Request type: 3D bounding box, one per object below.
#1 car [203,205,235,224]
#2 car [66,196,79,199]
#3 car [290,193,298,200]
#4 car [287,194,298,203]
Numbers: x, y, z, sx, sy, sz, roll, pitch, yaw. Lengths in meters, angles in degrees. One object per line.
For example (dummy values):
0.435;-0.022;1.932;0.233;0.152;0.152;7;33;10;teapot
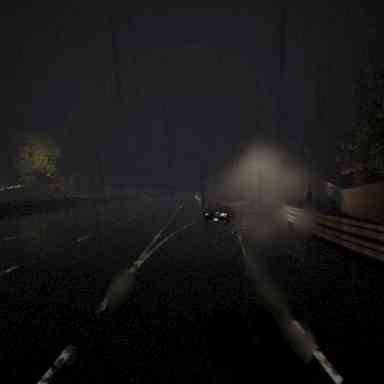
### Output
2.212;1.649;25.770;1.895;1.301;4.718;2;1;13;car
-21.030;1.503;58.244;1.837;1.490;4.892;0;0;1;car
26.312;1.235;85.657;1.812;1.442;4.674;0;4;19;car
22.818;1.788;76.180;1.882;1.535;5.008;0;3;20;car
